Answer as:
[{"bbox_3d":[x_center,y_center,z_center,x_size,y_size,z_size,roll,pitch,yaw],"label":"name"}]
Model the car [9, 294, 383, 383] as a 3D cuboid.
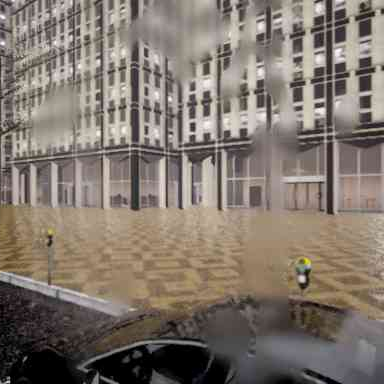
[{"bbox_3d":[0.306,1.567,2.654,4.313,1.339,1.947,0,0,35],"label":"car"}]
